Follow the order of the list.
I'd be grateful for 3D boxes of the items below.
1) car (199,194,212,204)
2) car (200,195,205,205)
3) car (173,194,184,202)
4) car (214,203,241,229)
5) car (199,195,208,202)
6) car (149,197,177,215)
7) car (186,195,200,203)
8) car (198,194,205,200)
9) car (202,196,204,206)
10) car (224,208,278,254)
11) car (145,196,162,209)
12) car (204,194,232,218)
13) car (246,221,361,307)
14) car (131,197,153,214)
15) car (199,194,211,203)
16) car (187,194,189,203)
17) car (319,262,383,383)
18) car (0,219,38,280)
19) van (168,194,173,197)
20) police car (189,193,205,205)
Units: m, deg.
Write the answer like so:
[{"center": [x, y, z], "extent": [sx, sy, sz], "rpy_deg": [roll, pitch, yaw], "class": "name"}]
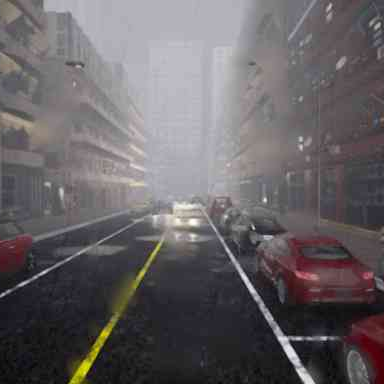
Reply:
[{"center": [2.577, 1.269, 63.176], "extent": [2.192, 1.841, 5.009], "rpy_deg": [-1, 0, 0], "class": "car"}, {"center": [2.576, 1.546, 52.078], "extent": [1.802, 1.307, 4.206], "rpy_deg": [-1, 0, 0], "class": "car"}, {"center": [-2.723, 1.351, 74.623], "extent": [1.882, 1.535, 5.008], "rpy_deg": [0, 0, 0], "class": "car"}, {"center": [2.563, 1.538, 18.784], "extent": [2.008, 1.369, 4.403], "rpy_deg": [-1, 0, 0], "class": "car"}, {"center": [2.582, 1.385, 74.274], "extent": [1.967, 1.590, 4.097], "rpy_deg": [-1, 0, 0], "class": "car"}, {"center": [-2.832, 1.542, 33.176], "extent": [1.994, 1.385, 4.181], "rpy_deg": [0, 0, 0], "class": "car"}, {"center": [0.304, 1.452, 72.198], "extent": [1.837, 1.490, 4.892], "rpy_deg": [0, 0, 15], "class": "car"}, {"center": [2.588, 1.370, 90.921], "extent": [1.967, 1.590, 4.097], "rpy_deg": [-1, 0, 0], "class": "car"}, {"center": [2.571, 1.497, 41.150], "extent": [1.752, 1.417, 4.829], "rpy_deg": [-1, 0, 0], "class": "car"}, {"center": [2.561, 1.557, 13.235], "extent": [1.947, 1.339, 4.313], "rpy_deg": [-1, 0, 0], "class": "car"}, {"center": [-5.308, 1.408, 46.511], "extent": [1.967, 1.590, 4.097], "rpy_deg": [-1, 0, 0], "class": "car"}, {"center": [2.564, 1.295, 29.882], "extent": [2.192, 1.841, 5.009], "rpy_deg": [-1, 0, 0], "class": "car"}, {"center": [2.560, 1.577, 7.686], "extent": [1.802, 1.307, 4.206], "rpy_deg": [-1, 0, 0], "class": "car"}, {"center": [-5.311, 1.502, 35.243], "extent": [1.752, 1.417, 4.829], "rpy_deg": [-1, 0, 0], "class": "car"}, {"center": [2.579, 1.265, 68.725], "extent": [2.192, 1.841, 5.009], "rpy_deg": [-1, 0, 0], "class": "car"}, {"center": [0.249, 1.430, 66.120], "extent": [1.882, 1.535, 5.008], "rpy_deg": [0, 0, -11], "class": "car"}, {"center": [2.558, 1.581, 2.137], "extent": [1.802, 1.307, 4.206], "rpy_deg": [-1, 0, 0], "class": "car"}, {"center": [-5.322, 1.436, 7.668], "extent": [1.967, 1.590, 4.097], "rpy_deg": [-1, 0, 0], "class": "car"}, {"center": [-5.295, 1.276, 85.356], "extent": [1.690, 1.788, 3.998], "rpy_deg": [-1, 0, 0], "class": "van"}, {"center": [0.846, 1.385, 56.431], "extent": [1.930, 1.638, 5.238], "rpy_deg": [0, 0, 0], "class": "police car"}]
